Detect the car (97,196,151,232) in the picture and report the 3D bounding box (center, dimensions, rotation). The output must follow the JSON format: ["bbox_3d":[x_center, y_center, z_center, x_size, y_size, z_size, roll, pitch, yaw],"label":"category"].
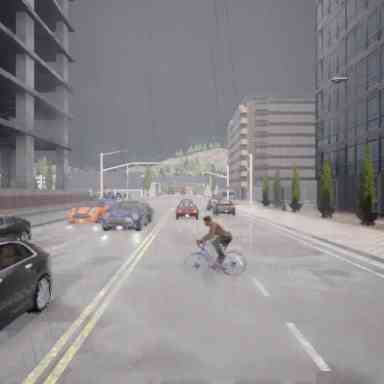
[{"bbox_3d":[-3.959,1.352,20.199,2.097,1.767,4.553,0,0,-1],"label":"car"}]

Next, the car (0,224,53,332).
[{"bbox_3d":[-3.670,1.505,4.826,1.837,1.490,4.892,0,0,-1],"label":"car"}]

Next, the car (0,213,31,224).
[{"bbox_3d":[-7.297,1.491,11.411,2.128,1.511,4.902,0,0,-1],"label":"car"}]

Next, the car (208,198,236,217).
[{"bbox_3d":[3.013,1.491,31.871,2.128,1.511,4.902,0,0,-1],"label":"car"}]

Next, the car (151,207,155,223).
[{"bbox_3d":[-3.971,1.611,25.727,1.994,1.385,4.181,0,0,-1],"label":"car"}]

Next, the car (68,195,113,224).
[{"bbox_3d":[-7.460,1.351,24.579,2.097,1.767,4.553,0,0,-1],"label":"car"}]

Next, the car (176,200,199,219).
[{"bbox_3d":[-0.429,1.601,28.906,1.895,1.301,4.718,0,0,-1],"label":"car"}]

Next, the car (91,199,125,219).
[{"bbox_3d":[-7.627,1.478,30.604,1.882,1.535,5.008,0,0,0],"label":"car"}]

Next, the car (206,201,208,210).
[{"bbox_3d":[2.821,1.526,41.133,1.812,1.442,4.674,0,0,-1],"label":"car"}]

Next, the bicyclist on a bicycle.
[{"bbox_3d":[0.597,1.454,8.812,1.656,1.620,0.582,-2,0,-1],"label":"bicyclist on a bicycle"}]
